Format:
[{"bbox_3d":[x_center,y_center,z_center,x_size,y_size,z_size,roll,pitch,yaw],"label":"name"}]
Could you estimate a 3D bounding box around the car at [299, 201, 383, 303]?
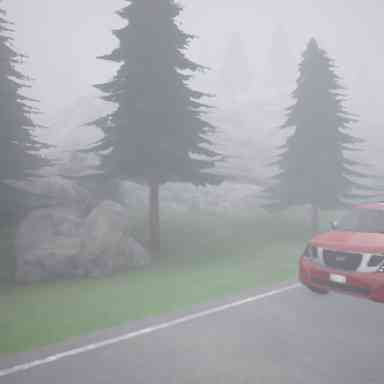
[{"bbox_3d":[4.873,1.253,7.904,5.566,2.045,2.150,0,-1,-38],"label":"car"}]
